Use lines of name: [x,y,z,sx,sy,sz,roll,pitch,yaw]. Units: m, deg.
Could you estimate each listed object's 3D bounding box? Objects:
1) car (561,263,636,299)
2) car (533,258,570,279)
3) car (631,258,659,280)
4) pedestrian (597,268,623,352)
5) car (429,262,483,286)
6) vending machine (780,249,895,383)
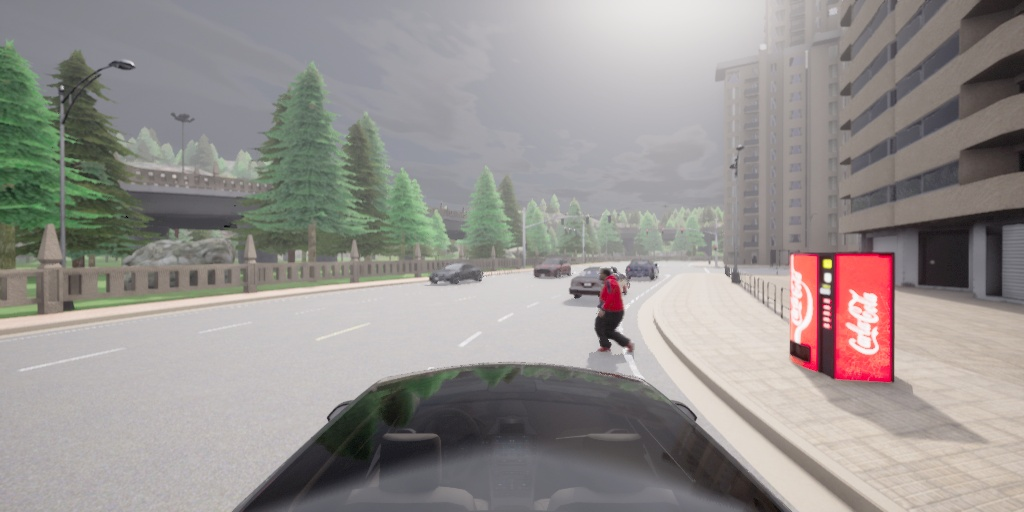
car: [4.301,1.230,17.129,2.033,1.411,5.357,0,0,27]
car: [3.577,0.972,31.181,2.097,1.767,4.553,0,0,28]
car: [10.820,0.982,29.542,2.097,1.767,4.553,0,0,28]
pedestrian: [1.967,1.020,7.189,0.375,1.860,0.375,0,0,11]
car: [-3.731,1.173,24.876,1.812,1.442,4.674,0,0,27]
vending machine: [5.238,0.928,5.789,1.100,2.100,0.880,0,0,10]
